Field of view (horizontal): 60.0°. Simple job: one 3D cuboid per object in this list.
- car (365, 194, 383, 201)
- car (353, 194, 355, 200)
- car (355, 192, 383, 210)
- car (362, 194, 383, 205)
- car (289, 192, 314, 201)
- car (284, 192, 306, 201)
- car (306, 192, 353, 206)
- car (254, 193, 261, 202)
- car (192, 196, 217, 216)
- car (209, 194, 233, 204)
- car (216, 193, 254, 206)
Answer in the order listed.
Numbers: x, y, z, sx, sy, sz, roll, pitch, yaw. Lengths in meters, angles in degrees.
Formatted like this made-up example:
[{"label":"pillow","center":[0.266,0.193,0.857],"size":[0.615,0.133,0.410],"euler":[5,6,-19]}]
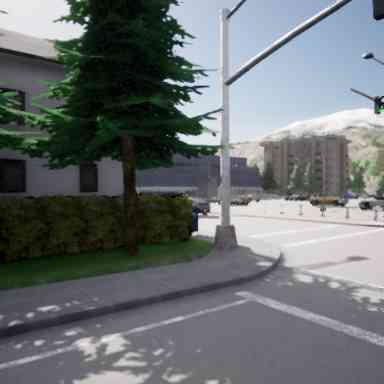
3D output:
[{"label":"car","center":[39.271,1.078,70.708],"size":[1.970,1.475,3.806],"euler":[0,0,-36]},{"label":"car","center":[37.341,1.055,78.468],"size":[1.845,1.501,3.633],"euler":[0,0,-36]},{"label":"car","center":[19.289,0.928,33.937],"size":[1.905,1.878,3.866],"euler":[0,0,-36]},{"label":"car","center":[27.860,1.084,48.958],"size":[2.007,1.523,4.514],"euler":[0,0,-36]},{"label":"car","center":[22.196,0.856,67.697],"size":[1.932,1.855,4.605],"euler":[0,0,-36]},{"label":"car","center":[20.082,0.848,65.661],"size":[1.905,1.878,3.866],"euler":[0,0,-36]},{"label":"car","center":[17.346,0.935,42.240],"size":[1.932,1.855,4.605],"euler":[0,0,-36]},{"label":"car","center":[9.711,0.978,58.169],"size":[2.152,1.636,5.027],"euler":[0,0,-36]},{"label":"car","center":[-0.377,1.249,28.569],"size":[1.837,1.490,4.892],"euler":[0,0,-36]},{"label":"car","center":[4.698,1.084,54.149],"size":[1.970,1.475,3.806],"euler":[0,0,-36]},{"label":"car","center":[5.857,1.165,46.290],"size":[2.007,1.523,4.514],"euler":[0,0,-36]}]
